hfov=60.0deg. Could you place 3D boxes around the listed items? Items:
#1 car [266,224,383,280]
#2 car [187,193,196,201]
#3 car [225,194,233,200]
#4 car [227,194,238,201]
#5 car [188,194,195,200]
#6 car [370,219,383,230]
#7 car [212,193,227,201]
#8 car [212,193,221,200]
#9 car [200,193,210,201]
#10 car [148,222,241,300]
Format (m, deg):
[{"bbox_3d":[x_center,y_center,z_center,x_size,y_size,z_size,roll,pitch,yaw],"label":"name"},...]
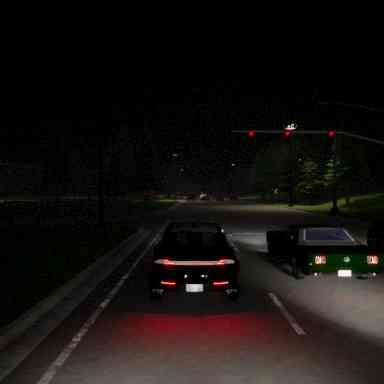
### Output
[{"bbox_3d":[3.561,1.601,9.942,1.895,1.301,4.718,0,0,0],"label":"car"},{"bbox_3d":[-0.154,1.217,82.234,2.150,2.045,5.566,0,0,0],"label":"car"},{"bbox_3d":[10.326,1.332,92.644,1.837,1.490,4.892,0,0,0],"label":"car"},{"bbox_3d":[10.345,1.516,82.640,1.812,1.442,4.674,0,0,0],"label":"car"},{"bbox_3d":[-0.174,1.310,92.624,1.882,1.535,5.008,0,0,0],"label":"car"},{"bbox_3d":[7.056,1.221,9.039,2.150,2.045,5.566,0,0,0],"label":"car"},{"bbox_3d":[6.846,1.531,82.217,2.033,1.411,5.357,0,0,0],"label":"car"},{"bbox_3d":[6.826,1.187,92.607,2.097,1.767,4.553,0,0,0],"label":"car"},{"bbox_3d":[3.345,1.545,82.627,1.994,1.385,4.181,0,0,0],"label":"car"},{"bbox_3d":[0.055,1.492,8.344,2.128,1.511,4.902,0,0,0],"label":"car"}]
